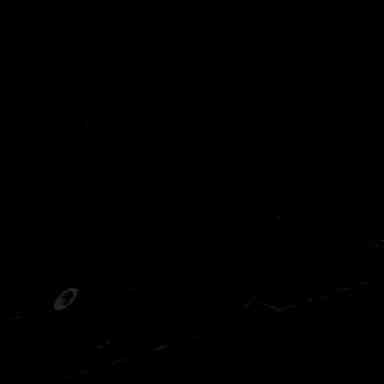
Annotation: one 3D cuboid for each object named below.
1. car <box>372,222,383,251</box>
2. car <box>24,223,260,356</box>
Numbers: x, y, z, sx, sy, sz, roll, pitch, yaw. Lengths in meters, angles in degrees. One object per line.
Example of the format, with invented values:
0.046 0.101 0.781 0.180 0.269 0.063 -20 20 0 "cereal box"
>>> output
8.467 1.473 12.489 4.403 1.369 2.008 0 0 -35 "car"
-0.746 1.425 5.983 4.097 1.590 1.967 0 0 -35 "car"
